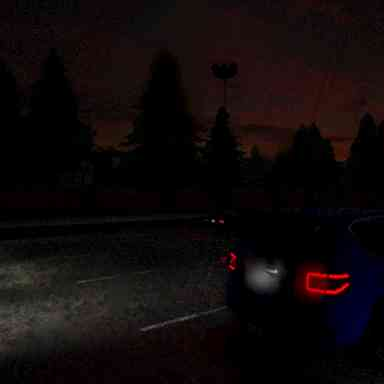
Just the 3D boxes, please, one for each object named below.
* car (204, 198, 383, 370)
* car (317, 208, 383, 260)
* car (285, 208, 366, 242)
[{"bbox_3d":[3.116,1.236,5.971,5.566,2.045,2.150,0,0,-36],"label":"car"},{"bbox_3d":[7.337,1.512,13.287,5.008,1.535,1.882,0,0,-36],"label":"car"},{"bbox_3d":[7.014,1.604,17.356,4.181,1.385,1.994,0,0,-36],"label":"car"}]
